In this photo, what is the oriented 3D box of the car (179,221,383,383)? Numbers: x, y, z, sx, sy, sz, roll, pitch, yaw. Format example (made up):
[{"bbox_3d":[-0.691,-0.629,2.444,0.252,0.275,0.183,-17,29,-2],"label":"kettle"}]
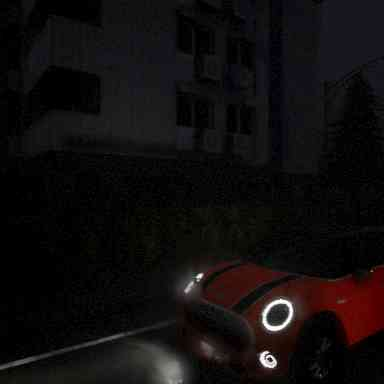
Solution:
[{"bbox_3d":[2.020,1.365,5.430,4.553,1.767,2.097,0,0,-35],"label":"car"}]
